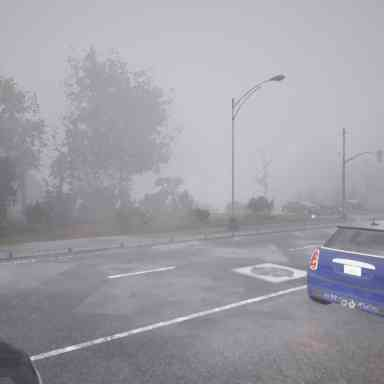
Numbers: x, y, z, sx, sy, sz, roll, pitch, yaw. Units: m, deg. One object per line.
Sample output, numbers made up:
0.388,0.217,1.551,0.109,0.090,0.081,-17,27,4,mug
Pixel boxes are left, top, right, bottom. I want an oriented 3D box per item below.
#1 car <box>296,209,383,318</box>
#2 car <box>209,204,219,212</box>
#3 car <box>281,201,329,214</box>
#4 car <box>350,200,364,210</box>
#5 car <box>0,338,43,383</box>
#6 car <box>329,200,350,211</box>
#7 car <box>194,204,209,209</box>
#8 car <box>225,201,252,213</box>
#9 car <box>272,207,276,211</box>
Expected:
4.481,1.361,6.900,4.553,1.767,2.097,0,0,-35,car
2.591,2.723,56.859,2.128,1.511,4.902,0,-3,-32,car
11.723,1.724,35.741,1.837,1.490,4.892,0,-1,-29,car
19.685,1.802,43.036,1.837,1.490,4.892,0,-2,-32,car
-3.265,1.492,1.417,4.902,1.511,2.128,0,0,-36,car
14.619,1.722,37.644,2.128,1.511,4.902,0,-2,-33,car
0.251,2.687,53.999,1.812,1.442,4.674,0,-3,-32,car
6.399,1.925,44.180,2.097,1.767,4.553,0,-3,-32,car
9.156,2.148,46.369,2.033,1.411,5.357,0,-3,-32,car
